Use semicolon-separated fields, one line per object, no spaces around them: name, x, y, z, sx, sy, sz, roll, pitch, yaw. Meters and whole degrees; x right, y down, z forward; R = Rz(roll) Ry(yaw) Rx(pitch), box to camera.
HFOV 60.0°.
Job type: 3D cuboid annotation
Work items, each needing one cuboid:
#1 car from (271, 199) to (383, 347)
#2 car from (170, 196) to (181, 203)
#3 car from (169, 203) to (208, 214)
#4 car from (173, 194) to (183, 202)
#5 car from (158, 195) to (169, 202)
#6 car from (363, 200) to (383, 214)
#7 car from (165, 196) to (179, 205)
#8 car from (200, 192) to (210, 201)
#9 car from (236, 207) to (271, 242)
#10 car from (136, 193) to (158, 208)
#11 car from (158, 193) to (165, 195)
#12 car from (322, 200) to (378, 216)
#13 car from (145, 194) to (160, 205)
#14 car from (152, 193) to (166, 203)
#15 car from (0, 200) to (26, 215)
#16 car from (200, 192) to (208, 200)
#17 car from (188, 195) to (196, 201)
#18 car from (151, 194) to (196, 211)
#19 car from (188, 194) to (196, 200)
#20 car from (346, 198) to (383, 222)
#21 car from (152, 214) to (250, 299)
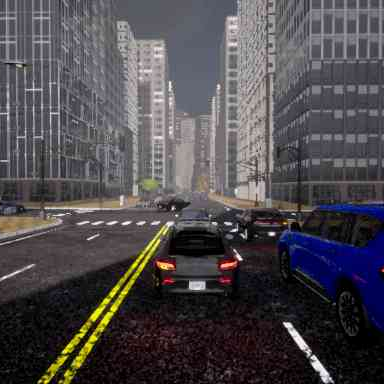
car;3.348;1.218;6.453;2.150;2.045;5.566;0;0;0
car;-3.328;1.507;67.361;1.994;1.385;4.181;0;0;1
car;0.086;1.538;17.584;2.033;1.411;5.357;0;0;0
car;-3.319;1.284;77.418;2.097;1.767;4.553;0;0;0
car;-6.569;1.469;77.769;2.033;1.411;5.357;0;0;0
car;21.778;1.643;36.725;4.829;1.417;1.752;1;0;1
car;-3.385;1.503;57.394;2.033;1.411;5.357;0;0;0
car;3.181;1.443;79.630;1.812;1.442;4.674;0;0;0
car;3.336;1.496;16.314;1.837;1.490;4.892;0;0;0
car;-6.669;1.318;47.873;2.097;1.767;4.553;0;0;1
car;-3.387;1.318;47.921;2.097;1.767;4.553;0;0;0
car;16.196;1.616;34.219;4.892;1.490;1.837;0;1;0
car;-6.635;1.309;56.512;2.097;1.767;4.553;0;0;0
car;-6.581;1.165;67.206;2.150;2.045;5.566;0;0;0
car;-18.136;1.420;31.570;4.181;1.385;1.994;0;1;1
car;3.172;0.967;89.659;2.150;2.045;5.566;0;0;0
car;-0.069;1.443;79.627;1.812;1.442;4.674;0;0;0
car;-1.898;1.384;37.465;1.882;1.535;5.008;2;1;37
car;-0.078;1.282;89.627;2.033;1.411;5.357;0;0;0
car;16.176;1.519;28.434;5.009;1.841;2.192;1;0;1
car;0.092;1.522;8.310;1.812;1.442;4.674;0;0;0
